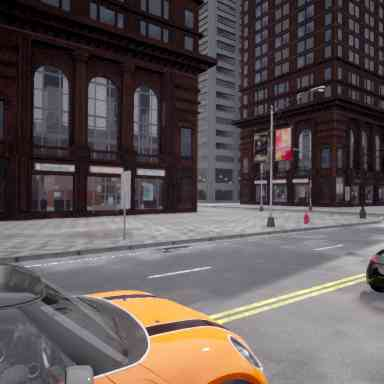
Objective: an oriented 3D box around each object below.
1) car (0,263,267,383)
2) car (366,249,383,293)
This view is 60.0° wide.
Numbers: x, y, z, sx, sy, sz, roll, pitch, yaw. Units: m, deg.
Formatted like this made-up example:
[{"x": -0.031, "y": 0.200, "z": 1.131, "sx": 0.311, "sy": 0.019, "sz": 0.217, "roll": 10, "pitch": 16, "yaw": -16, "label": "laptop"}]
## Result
[{"x": -1.536, "y": 1.352, "z": 2.343, "sx": 4.553, "sy": 1.767, "sz": 2.097, "roll": 0, "pitch": 0, "yaw": -36, "label": "car"}, {"x": 5.890, "y": 1.576, "z": 7.665, "sx": 4.181, "sy": 1.385, "sz": 1.994, "roll": 0, "pitch": 0, "yaw": -35, "label": "car"}]
